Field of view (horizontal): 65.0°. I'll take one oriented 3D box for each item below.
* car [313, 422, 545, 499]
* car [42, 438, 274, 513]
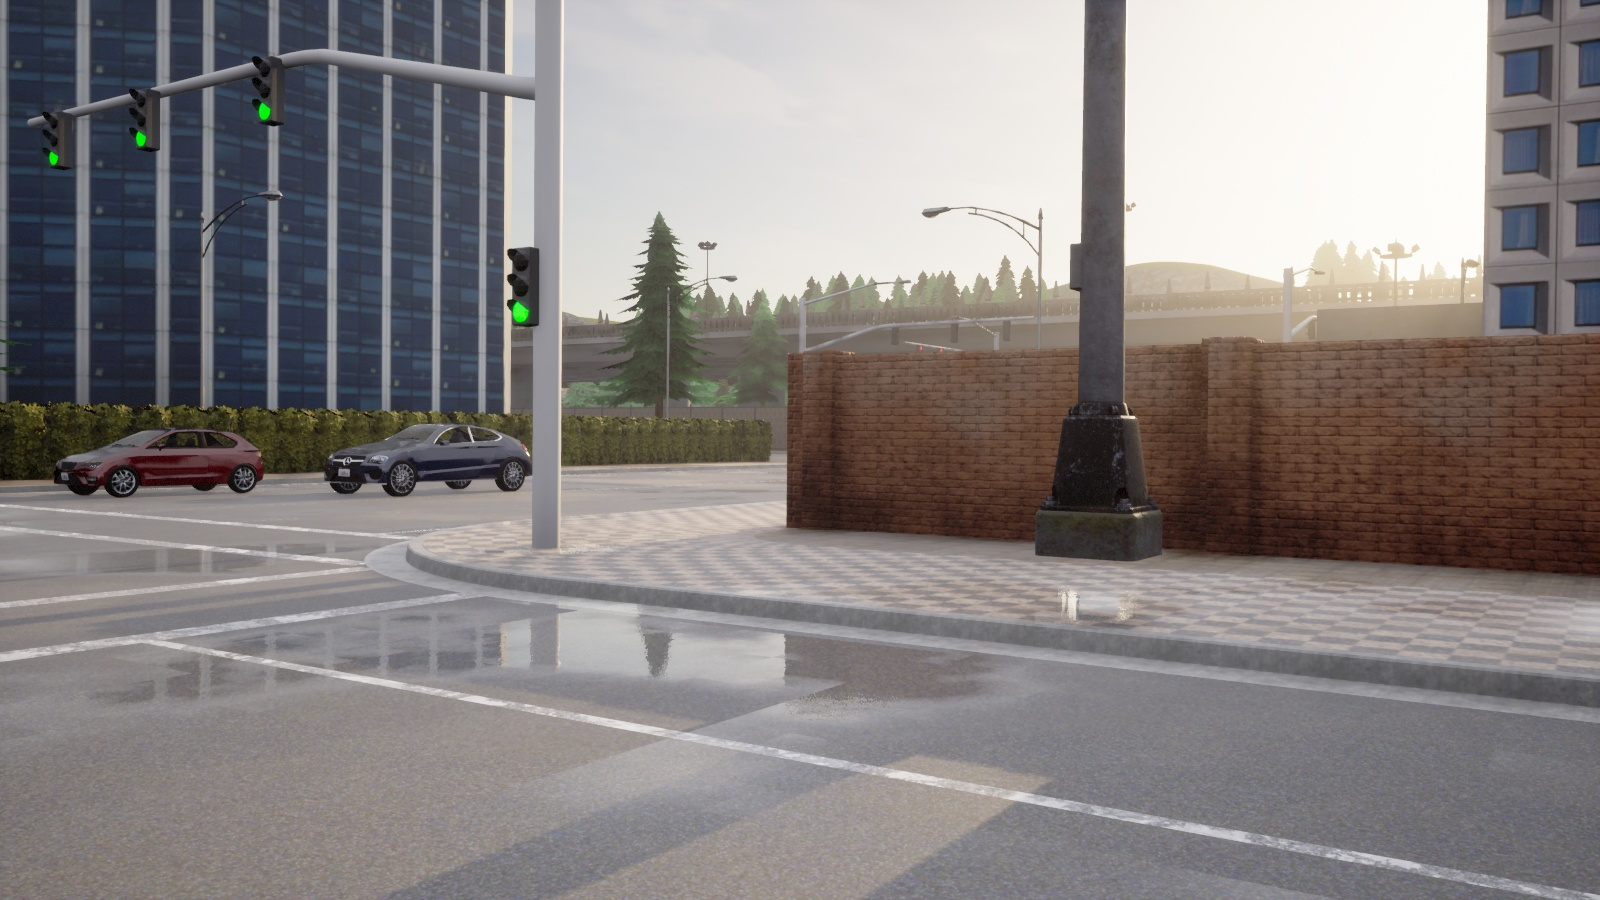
[{"bbox_3d":[-8.596,0.184,29.564,2.152,1.651,5.027,0,1,33],"label":"car"},{"bbox_3d":[-14.023,0.494,27.653,1.816,1.474,4.193,0,1,33],"label":"car"}]
